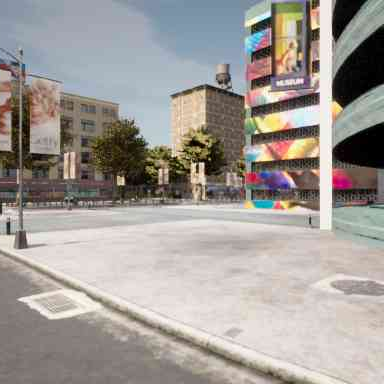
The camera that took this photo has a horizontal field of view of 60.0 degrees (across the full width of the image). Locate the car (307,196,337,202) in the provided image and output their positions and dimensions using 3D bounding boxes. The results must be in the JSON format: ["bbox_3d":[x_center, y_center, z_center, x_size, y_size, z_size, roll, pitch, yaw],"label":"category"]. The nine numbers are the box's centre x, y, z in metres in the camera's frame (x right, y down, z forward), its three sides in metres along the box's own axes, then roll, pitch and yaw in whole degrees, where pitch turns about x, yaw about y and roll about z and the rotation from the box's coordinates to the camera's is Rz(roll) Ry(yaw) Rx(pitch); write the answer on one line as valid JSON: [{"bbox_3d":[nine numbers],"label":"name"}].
[{"bbox_3d":[14.988,1.320,39.729,4.674,1.452,2.002,0,0,-44],"label":"car"}]
